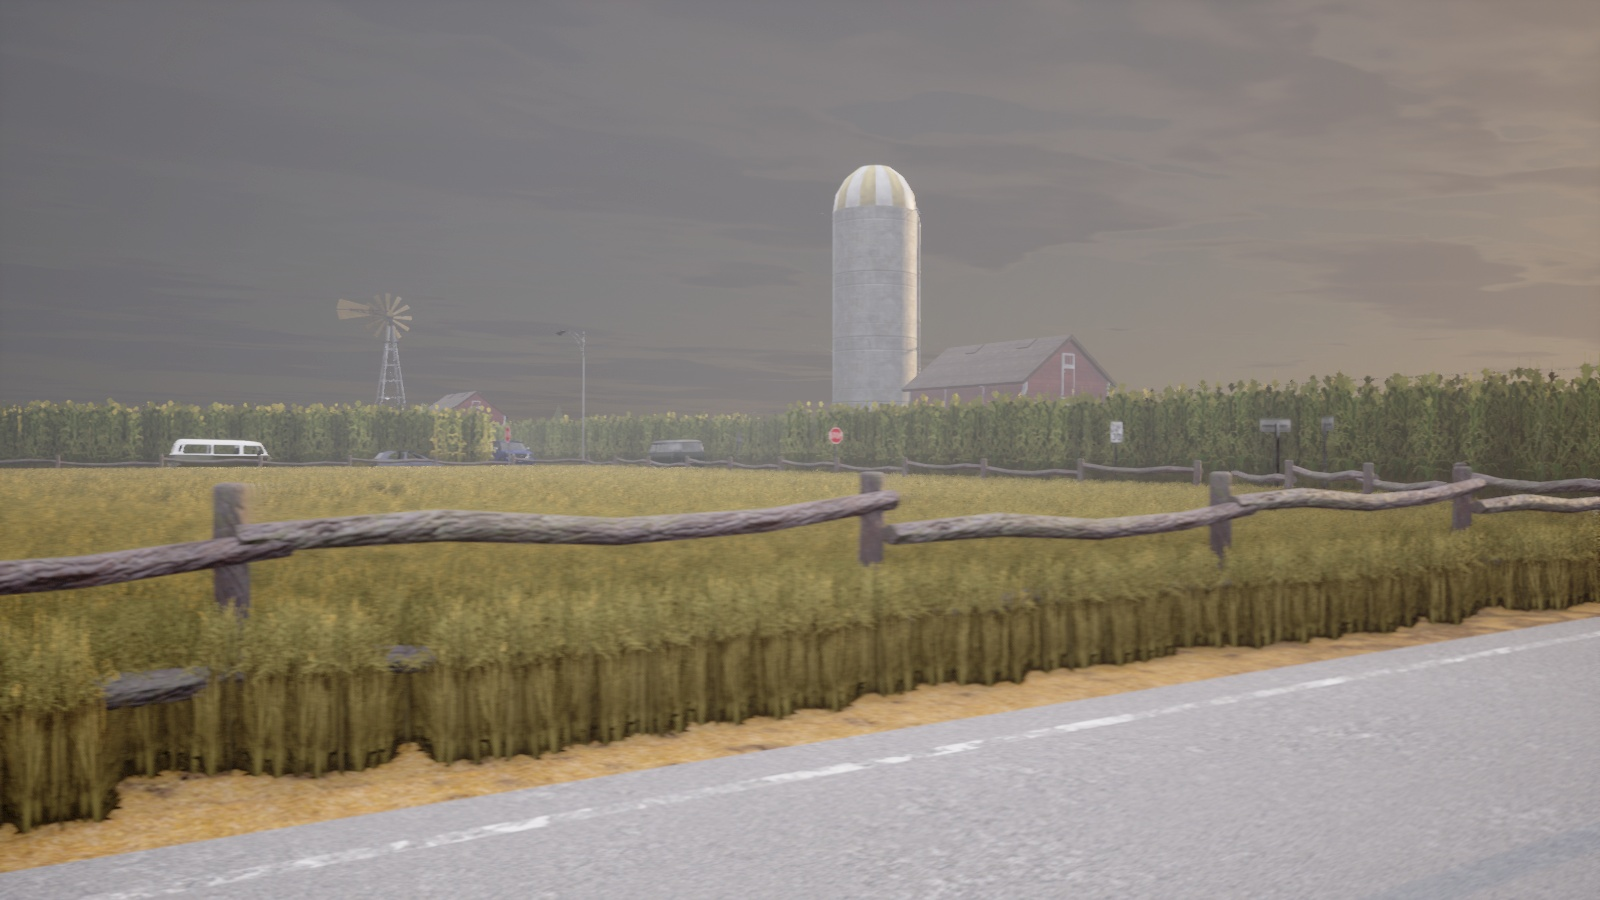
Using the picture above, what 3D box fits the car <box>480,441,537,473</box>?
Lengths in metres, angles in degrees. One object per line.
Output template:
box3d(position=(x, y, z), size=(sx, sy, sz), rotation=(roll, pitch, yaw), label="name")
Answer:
box3d(position=(-19.749, 0.449, 84.872), size=(2.150, 2.045, 5.566), rotation=(0, 0, -31), label="car")

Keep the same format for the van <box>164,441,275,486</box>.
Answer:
box3d(position=(-27.214, 0.641, 58.915), size=(4.480, 2.038, 2.069), rotation=(1, -1, -32), label="van")

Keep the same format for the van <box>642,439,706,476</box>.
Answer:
box3d(position=(-7.038, 0.454, 69.964), size=(1.775, 1.987, 4.442), rotation=(-1, -1, -31), label="van")

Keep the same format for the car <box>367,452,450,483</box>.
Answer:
box3d(position=(-19.797, 0.882, 63.475), size=(3.633, 1.501, 1.845), rotation=(-1, 0, -32), label="car")
